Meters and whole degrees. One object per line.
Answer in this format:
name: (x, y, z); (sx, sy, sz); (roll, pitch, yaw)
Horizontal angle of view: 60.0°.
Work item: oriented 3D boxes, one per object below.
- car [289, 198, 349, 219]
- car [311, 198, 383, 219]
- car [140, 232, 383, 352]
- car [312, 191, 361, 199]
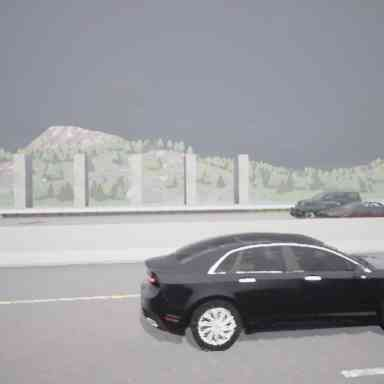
car: (9.742, 1.370, 24.660); (4.718, 1.301, 1.895); (-1, 0, -8)
car: (10.783, 1.321, 21.271); (5.357, 1.411, 2.033); (-1, 0, -8)
car: (1.590, 1.461, 5.679); (4.892, 1.490, 1.837); (-1, 0, -8)
car: (11.774, 0.949, 28.473); (5.566, 2.045, 2.150); (0, 0, -8)
